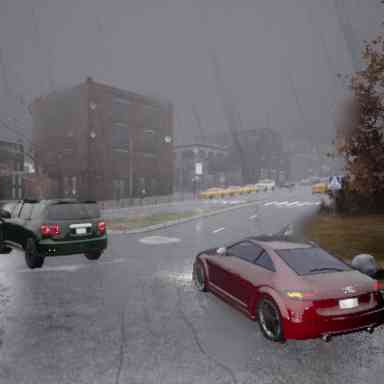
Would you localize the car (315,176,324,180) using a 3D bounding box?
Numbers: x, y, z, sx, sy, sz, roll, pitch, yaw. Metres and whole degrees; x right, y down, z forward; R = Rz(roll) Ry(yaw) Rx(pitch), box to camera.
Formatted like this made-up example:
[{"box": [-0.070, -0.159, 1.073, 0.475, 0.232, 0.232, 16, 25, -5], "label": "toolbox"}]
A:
[{"box": [29.859, -2.815, 82.113, 2.435, 2.045, 5.566, 0, 3, 37], "label": "car"}]

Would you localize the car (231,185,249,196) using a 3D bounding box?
[{"box": [6.286, -0.235, 51.203, 1.946, 1.575, 5.366, 0, 3, 37], "label": "car"}]

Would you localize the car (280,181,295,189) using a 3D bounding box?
[{"box": [19.832, -1.542, 68.970, 2.163, 1.488, 4.792, 0, 3, 37], "label": "car"}]

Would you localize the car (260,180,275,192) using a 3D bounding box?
[{"box": [13.140, -1.162, 60.186, 2.435, 2.045, 5.566, 0, 3, 37], "label": "car"}]

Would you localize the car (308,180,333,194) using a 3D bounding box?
[{"box": [18.976, -0.505, 48.404, 1.882, 1.535, 5.008, 0, 3, 37], "label": "car"}]

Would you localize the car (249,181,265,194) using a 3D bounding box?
[{"box": [9.630, -0.566, 55.589, 1.946, 1.575, 5.366, 0, 3, 37], "label": "car"}]

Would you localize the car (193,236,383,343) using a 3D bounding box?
[{"box": [1.532, 1.564, 6.637, 1.994, 1.385, 4.181, 0, 0, -21], "label": "car"}]

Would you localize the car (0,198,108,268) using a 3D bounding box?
[{"box": [-5.042, 1.221, 11.593, 2.150, 2.045, 5.566, 0, 0, -43], "label": "car"}]

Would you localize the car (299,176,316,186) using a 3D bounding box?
[{"box": [26.546, -2.234, 77.767, 2.231, 1.521, 4.892, 0, 3, 37], "label": "car"}]

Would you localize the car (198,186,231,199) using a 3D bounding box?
[{"box": [2.935, 0.098, 46.826, 1.946, 1.575, 5.366, 0, 3, 38], "label": "car"}]
